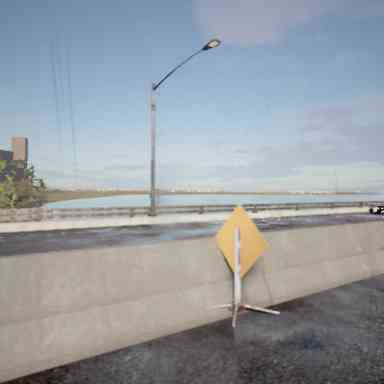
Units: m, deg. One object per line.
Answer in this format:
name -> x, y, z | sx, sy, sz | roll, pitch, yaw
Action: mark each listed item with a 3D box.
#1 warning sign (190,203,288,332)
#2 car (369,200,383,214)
warning sign -> 0.786, 1.132, 5.724 | 1.060, 1.860, 1.300 | 1, -1, -35
car -> 21.029, 1.648, 35.843 | 4.902, 1.511, 2.128 | 0, 0, -35
